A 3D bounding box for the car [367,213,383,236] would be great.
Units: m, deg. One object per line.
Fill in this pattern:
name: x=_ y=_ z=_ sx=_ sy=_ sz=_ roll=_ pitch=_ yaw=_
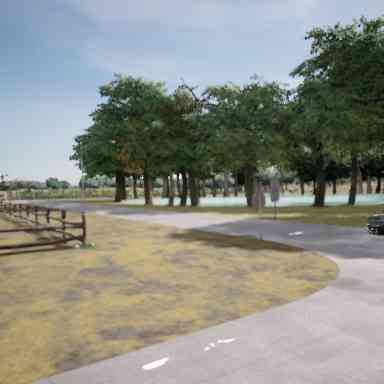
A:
car: x=10.923 y=1.366 z=15.548 sx=4.892 sy=1.490 sz=1.837 roll=-1 pitch=7 yaw=20
